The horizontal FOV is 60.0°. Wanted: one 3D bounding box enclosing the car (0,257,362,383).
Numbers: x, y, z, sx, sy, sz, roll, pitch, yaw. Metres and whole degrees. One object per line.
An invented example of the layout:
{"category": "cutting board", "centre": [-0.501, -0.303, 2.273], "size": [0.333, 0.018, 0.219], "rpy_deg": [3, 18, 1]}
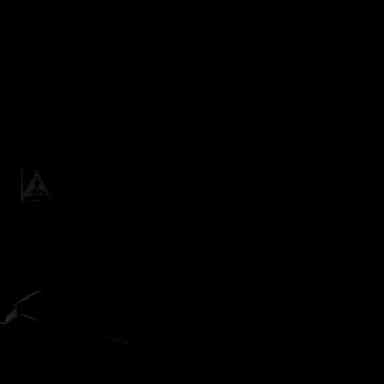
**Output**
{"category": "car", "centre": [-0.745, 1.527, 3.791], "size": [4.792, 1.488, 2.163], "rpy_deg": [0, 0, 36]}
